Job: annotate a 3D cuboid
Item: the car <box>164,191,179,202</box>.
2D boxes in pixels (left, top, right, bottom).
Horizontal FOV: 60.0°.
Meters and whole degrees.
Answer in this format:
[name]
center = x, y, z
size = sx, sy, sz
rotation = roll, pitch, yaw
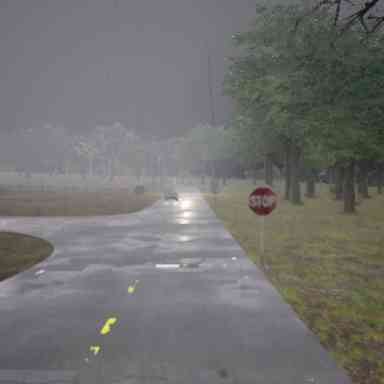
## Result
[car]
center = -2.754, 0.510, 45.225
size = 2.033, 1.411, 5.357
rotation = 0, 2, 0
